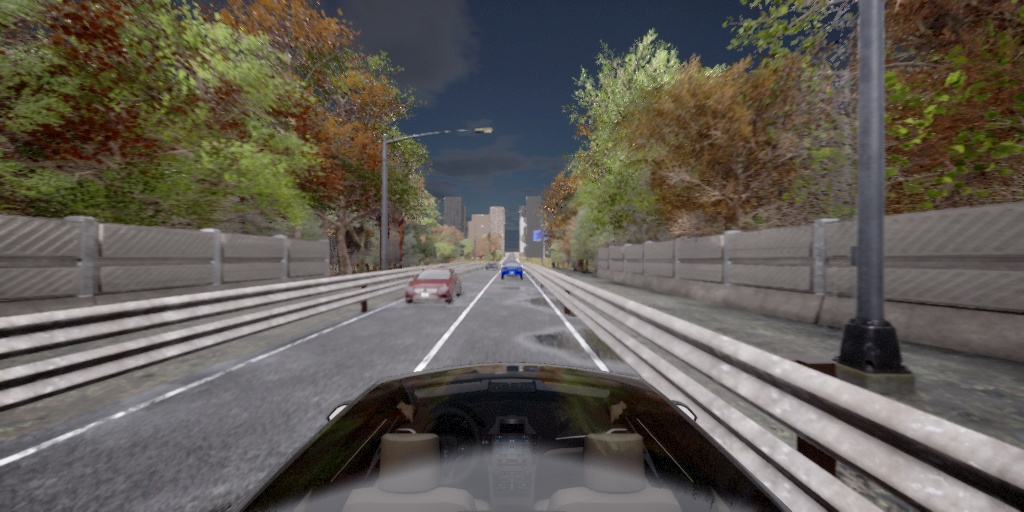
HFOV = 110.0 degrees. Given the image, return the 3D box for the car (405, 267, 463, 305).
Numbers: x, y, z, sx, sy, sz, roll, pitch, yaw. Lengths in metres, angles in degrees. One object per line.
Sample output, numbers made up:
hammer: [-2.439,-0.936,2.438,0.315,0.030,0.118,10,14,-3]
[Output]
car: [-3.331,1.237,16.043,1.812,1.442,4.674,0,0,0]

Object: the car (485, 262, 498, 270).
car: [-3.267,1.583,58.481,1.994,1.385,4.181,0,-1,1]

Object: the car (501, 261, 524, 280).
car: [0.012,1.232,31.868,1.882,1.535,5.008,0,0,0]
